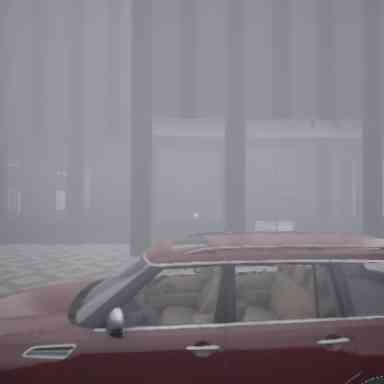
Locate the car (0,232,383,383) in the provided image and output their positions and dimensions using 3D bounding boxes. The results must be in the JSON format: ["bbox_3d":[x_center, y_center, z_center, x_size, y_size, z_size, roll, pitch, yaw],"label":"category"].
[{"bbox_3d":[0.168,1.392,3.478,5.009,1.841,2.192,0,-1,-2],"label":"car"}]
